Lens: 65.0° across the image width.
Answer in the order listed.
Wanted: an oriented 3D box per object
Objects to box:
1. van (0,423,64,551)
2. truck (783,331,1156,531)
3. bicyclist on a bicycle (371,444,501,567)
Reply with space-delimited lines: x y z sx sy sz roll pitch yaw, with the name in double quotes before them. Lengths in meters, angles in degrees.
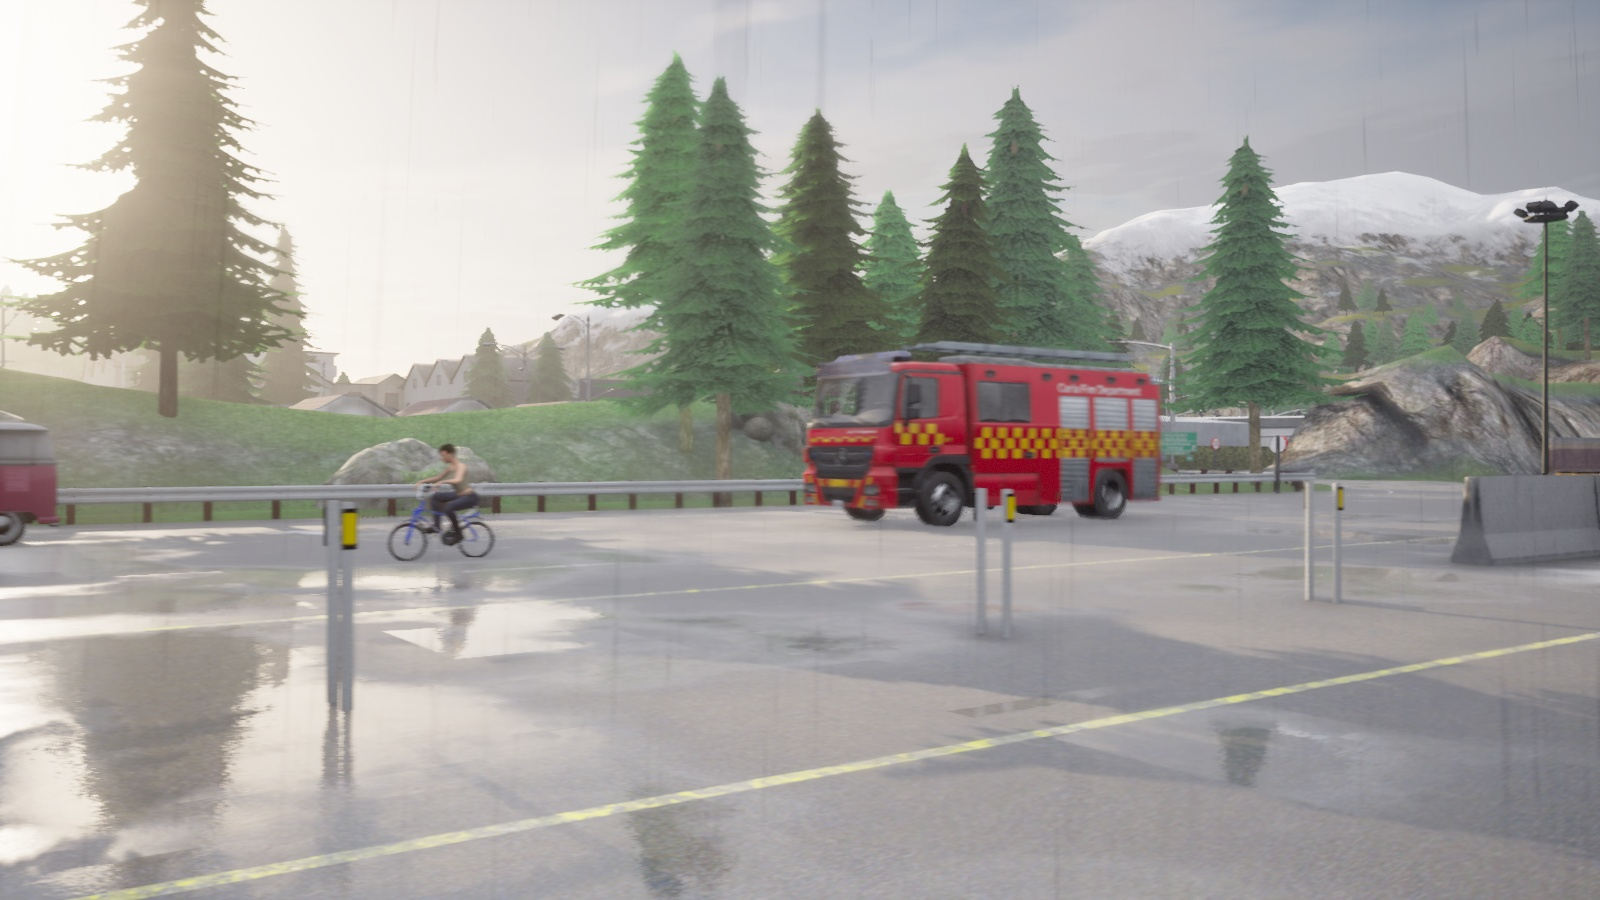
"van" -14.050 0.575 19.467 4.442 1.987 1.775 0 0 -35
"truck" 3.927 -0.360 27.719 8.468 3.827 2.891 0 0 -35
"bicyclist on a bicycle" -4.991 0.734 17.248 1.509 1.612 0.866 0 0 -35
